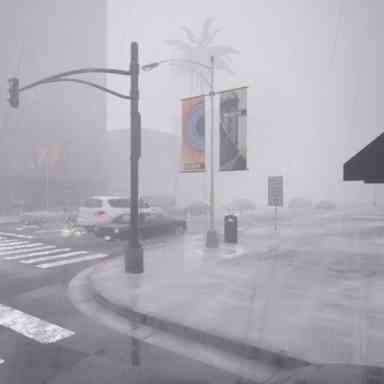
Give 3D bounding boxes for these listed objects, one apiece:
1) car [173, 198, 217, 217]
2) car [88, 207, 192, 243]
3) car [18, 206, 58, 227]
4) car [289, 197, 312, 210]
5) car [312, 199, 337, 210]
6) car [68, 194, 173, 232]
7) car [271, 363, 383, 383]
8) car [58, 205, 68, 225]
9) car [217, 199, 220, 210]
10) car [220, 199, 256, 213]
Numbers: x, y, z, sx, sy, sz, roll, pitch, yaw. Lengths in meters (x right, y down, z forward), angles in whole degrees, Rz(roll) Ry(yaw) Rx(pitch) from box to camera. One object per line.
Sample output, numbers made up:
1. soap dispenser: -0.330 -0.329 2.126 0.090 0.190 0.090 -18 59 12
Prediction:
1. car: -0.105 1.515 30.317 1.882 1.535 5.008 0 0 35
2. car: -2.242 1.625 15.686 1.895 1.301 4.718 0 0 35
3. car: -9.294 1.614 22.957 1.895 1.301 4.718 0 0 35
4. car: 15.036 1.441 45.768 2.097 1.767 4.553 0 0 35
5. car: 17.788 1.659 44.028 1.994 1.385 4.181 0 0 35
6. car: -3.852 1.244 19.035 2.150 2.045 5.566 0 0 35
7. car: 2.224 1.551 1.259 4.403 1.369 2.008 0 0 36
8. car: -5.775 1.568 22.294 2.033 1.411 5.357 0 0 35
9. car: 2.272 1.528 39.295 1.882 1.535 5.008 0 0 35
10. car: 5.734 1.549 38.566 2.128 1.511 4.902 0 0 35
